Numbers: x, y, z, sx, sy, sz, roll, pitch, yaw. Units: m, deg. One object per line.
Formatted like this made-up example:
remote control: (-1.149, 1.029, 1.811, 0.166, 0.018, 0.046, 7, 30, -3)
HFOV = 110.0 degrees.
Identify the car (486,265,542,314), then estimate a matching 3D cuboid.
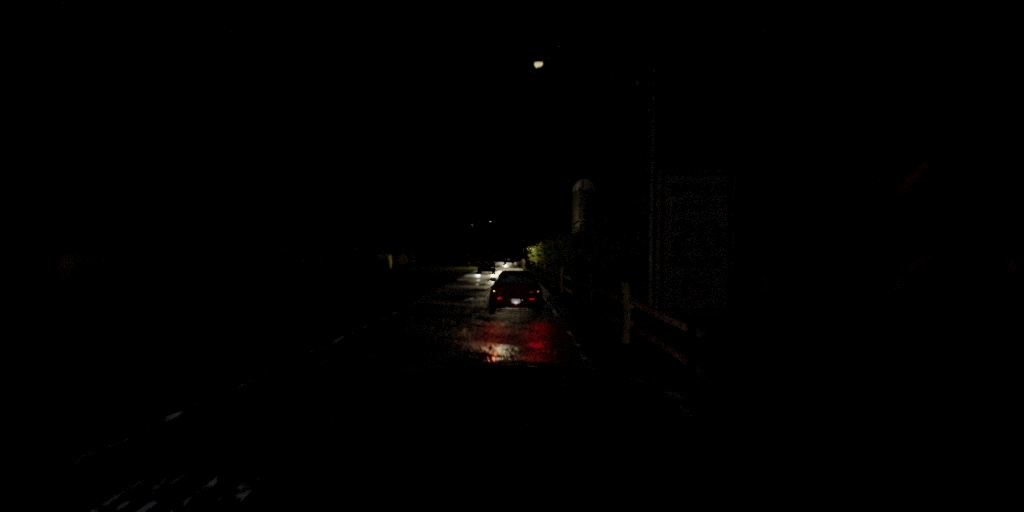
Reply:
car: (0.144, 1.268, 13.732, 1.812, 1.442, 4.674, 1, 0, 0)

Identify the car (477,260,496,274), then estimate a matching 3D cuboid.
car: (-2.872, 1.172, 40.881, 1.882, 1.535, 5.008, 1, 0, -1)
